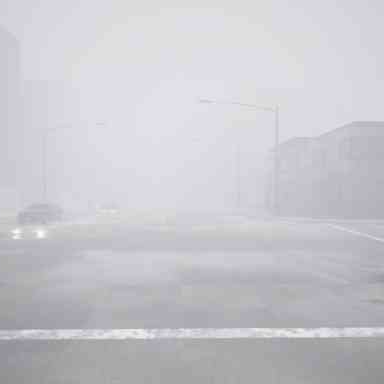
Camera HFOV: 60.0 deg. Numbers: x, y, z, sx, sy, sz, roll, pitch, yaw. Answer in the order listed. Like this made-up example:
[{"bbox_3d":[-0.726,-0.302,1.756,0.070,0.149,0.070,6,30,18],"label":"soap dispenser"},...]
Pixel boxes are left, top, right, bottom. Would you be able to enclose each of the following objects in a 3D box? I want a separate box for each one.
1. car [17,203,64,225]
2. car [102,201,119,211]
[{"bbox_3d":[-11.160,1.537,24.850,1.882,1.535,5.008,0,0,-2],"label":"car"},{"bbox_3d":[-12.138,2.050,49.750,1.994,1.385,4.181,0,-1,-2],"label":"car"}]
